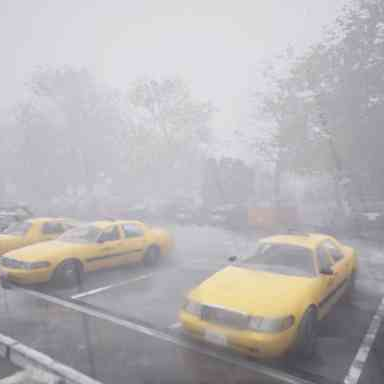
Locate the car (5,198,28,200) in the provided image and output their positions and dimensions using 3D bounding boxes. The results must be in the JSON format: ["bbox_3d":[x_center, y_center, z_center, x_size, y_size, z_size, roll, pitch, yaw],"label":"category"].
[{"bbox_3d":[-17.252,1.713,36.674,2.097,1.535,5.008,-1,0,36],"label":"car"}]

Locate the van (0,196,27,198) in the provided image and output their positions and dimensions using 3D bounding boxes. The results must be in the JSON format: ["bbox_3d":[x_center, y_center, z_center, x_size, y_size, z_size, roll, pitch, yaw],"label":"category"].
[{"bbox_3d":[-21.773,1.534,40.094,1.878,1.987,4.442,-1,0,36],"label":"van"}]

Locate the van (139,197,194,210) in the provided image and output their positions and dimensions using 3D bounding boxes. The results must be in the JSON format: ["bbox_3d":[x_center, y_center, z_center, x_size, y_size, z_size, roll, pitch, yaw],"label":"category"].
[{"bbox_3d":[-1.588,1.333,25.219,1.878,1.987,4.442,0,0,36],"label":"van"}]

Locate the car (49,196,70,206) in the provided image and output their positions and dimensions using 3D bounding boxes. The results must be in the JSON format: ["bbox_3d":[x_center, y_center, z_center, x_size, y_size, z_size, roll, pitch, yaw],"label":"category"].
[{"bbox_3d":[-10.532,1.395,31.786,2.435,2.045,5.566,-1,0,36],"label":"car"}]

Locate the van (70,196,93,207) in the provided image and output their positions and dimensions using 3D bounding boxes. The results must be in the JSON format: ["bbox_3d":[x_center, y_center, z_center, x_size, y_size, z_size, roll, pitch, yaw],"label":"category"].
[{"bbox_3d":[-8.340,1.398,30.092,1.878,1.987,4.442,-1,0,36],"label":"van"}]

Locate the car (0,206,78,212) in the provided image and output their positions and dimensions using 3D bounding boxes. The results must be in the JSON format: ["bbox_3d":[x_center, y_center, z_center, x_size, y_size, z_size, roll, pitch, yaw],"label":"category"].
[{"bbox_3d":[-7.003,1.549,13.120,2.231,1.521,4.892,0,0,36],"label":"car"}]

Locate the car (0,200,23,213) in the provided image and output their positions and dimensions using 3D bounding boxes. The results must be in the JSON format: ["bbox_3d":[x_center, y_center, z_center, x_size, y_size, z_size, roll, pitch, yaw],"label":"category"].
[{"bbox_3d":[-23.983,1.821,41.546,2.002,1.452,4.674,-1,0,36],"label":"car"}]

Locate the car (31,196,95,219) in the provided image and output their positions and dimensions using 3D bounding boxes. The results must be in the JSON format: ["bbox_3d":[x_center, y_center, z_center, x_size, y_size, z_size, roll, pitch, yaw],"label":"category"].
[{"bbox_3d":[-12.777,1.417,33.410,2.435,2.045,5.566,-1,0,36],"label":"car"}]

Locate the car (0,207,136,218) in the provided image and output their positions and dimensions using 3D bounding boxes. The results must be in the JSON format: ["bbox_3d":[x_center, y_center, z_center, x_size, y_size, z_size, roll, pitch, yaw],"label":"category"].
[{"bbox_3d":[-4.648,1.535,11.653,1.946,1.575,5.366,0,0,36],"label":"car"}]

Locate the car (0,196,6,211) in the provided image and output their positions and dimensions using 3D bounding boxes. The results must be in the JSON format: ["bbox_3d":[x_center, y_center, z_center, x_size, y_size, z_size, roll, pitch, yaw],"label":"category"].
[{"bbox_3d":[-28.592,1.576,44.846,2.435,2.045,5.566,-1,0,36],"label":"car"}]

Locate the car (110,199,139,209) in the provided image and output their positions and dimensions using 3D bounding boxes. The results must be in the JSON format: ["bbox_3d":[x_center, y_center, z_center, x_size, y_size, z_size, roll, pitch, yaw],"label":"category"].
[{"bbox_3d":[-3.778,1.578,26.943,2.097,1.535,5.008,-1,0,36],"label":"car"}]

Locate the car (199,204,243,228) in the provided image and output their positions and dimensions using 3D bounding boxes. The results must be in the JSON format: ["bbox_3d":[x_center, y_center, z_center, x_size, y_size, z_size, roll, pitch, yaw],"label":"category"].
[{"bbox_3d":[2.862,1.562,22.171,2.163,1.488,4.792,0,0,36],"label":"car"}]

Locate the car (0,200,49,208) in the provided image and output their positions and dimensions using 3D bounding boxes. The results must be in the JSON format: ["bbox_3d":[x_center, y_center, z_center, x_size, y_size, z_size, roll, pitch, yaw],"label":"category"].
[{"bbox_3d":[-9.234,1.439,14.779,2.185,1.767,4.553,0,0,36],"label":"car"}]

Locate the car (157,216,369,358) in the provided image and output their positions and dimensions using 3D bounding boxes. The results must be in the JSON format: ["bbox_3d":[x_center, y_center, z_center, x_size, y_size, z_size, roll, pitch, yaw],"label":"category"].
[{"bbox_3d":[1.881,1.532,6.474,1.946,1.575,5.366,0,0,36],"label":"car"}]

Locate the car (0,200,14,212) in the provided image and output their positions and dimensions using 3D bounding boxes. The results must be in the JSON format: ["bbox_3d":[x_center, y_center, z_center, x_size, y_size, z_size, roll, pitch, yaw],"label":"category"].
[{"bbox_3d":[-26.231,1.803,43.167,2.097,1.535,5.008,-1,0,36],"label":"car"}]

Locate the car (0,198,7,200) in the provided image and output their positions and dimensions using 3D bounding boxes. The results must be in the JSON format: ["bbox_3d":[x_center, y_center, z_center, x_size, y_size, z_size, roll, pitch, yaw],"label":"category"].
[{"bbox_3d":[-19.593,1.777,38.377,2.002,1.452,4.674,-1,0,36],"label":"car"}]

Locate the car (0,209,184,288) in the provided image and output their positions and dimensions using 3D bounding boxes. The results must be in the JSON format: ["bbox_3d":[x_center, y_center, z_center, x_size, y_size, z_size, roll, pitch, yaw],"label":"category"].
[{"bbox_3d":[-2.716,1.531,9.799,1.946,1.575,5.366,0,0,36],"label":"car"}]

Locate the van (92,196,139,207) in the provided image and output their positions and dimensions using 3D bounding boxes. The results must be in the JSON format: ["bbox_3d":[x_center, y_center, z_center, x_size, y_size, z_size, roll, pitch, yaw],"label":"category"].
[{"bbox_3d":[-5.958,1.375,28.657,1.878,1.987,4.442,-1,0,36],"label":"van"}]

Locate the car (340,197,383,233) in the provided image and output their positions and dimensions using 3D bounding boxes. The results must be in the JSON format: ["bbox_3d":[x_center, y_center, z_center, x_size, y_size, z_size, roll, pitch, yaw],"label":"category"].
[{"bbox_3d":[9.697,1.278,17.228,2.435,2.045,5.566,0,0,36],"label":"car"}]

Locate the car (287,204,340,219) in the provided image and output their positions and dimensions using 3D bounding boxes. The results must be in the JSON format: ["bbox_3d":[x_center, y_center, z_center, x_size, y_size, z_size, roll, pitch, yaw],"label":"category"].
[{"bbox_3d":[7.419,1.557,18.805,2.163,1.488,4.792,0,0,36],"label":"car"}]

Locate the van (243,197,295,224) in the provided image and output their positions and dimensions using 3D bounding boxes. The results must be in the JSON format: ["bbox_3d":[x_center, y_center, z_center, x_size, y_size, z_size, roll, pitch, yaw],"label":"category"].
[{"bbox_3d":[5.159,1.302,20.618,1.878,1.987,4.442,0,0,36],"label":"van"}]

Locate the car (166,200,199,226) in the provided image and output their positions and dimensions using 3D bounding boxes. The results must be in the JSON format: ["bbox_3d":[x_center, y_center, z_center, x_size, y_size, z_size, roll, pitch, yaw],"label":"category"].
[{"bbox_3d":[0.724,1.572,23.717,2.163,1.488,4.792,0,0,36],"label":"car"}]
